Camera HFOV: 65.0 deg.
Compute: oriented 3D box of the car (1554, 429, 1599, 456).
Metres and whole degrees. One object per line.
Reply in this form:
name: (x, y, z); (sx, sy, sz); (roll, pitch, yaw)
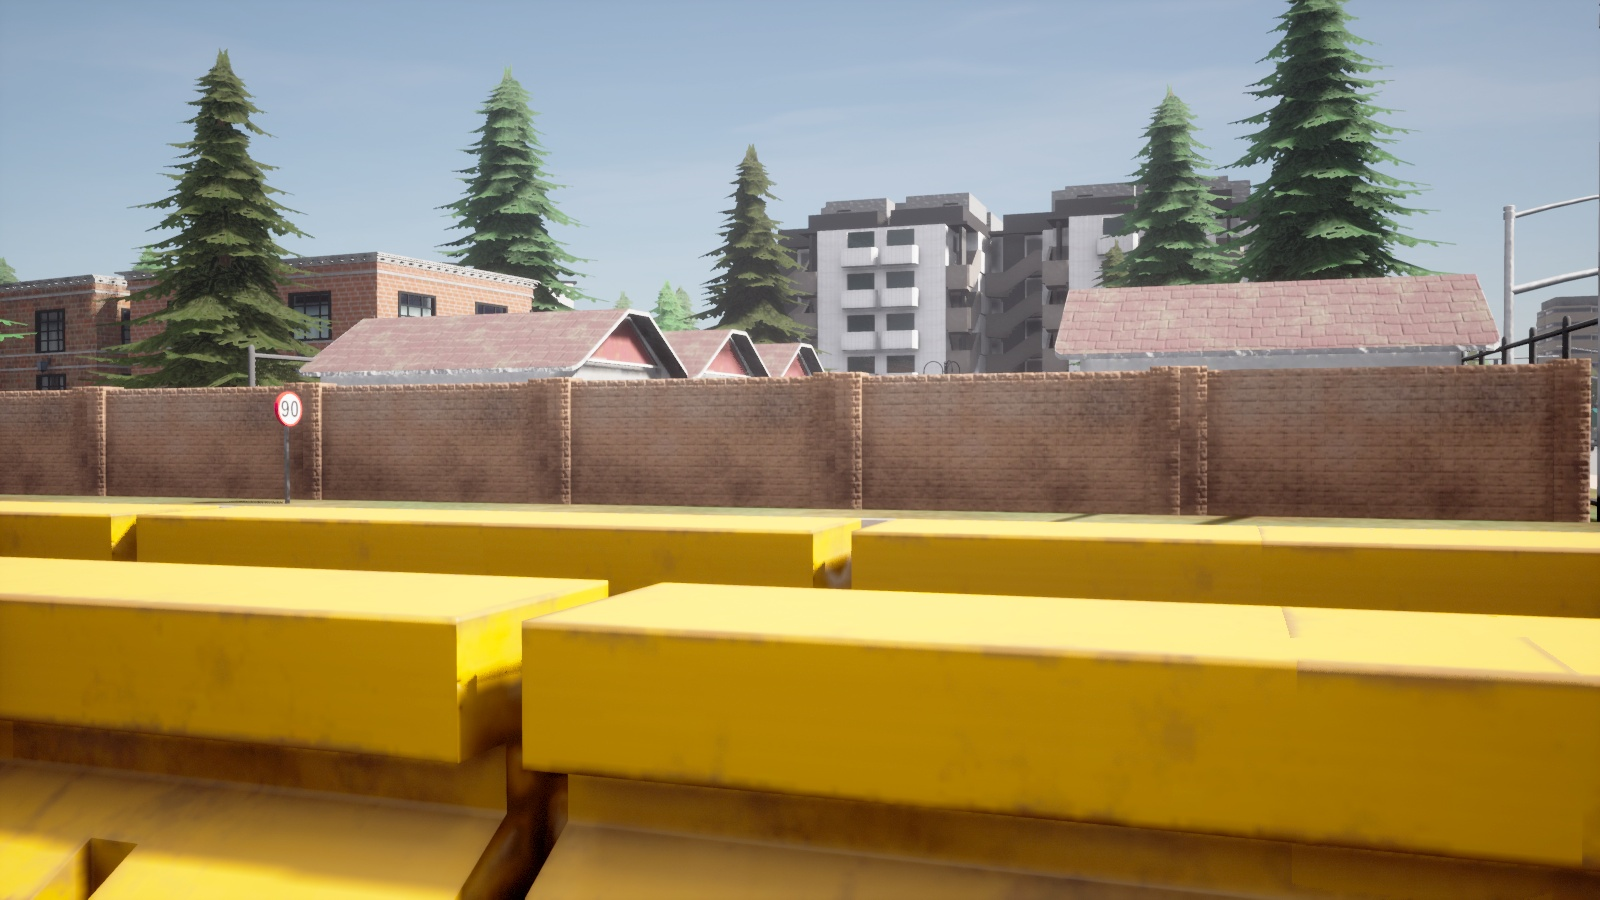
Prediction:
car: (50.152, -0.497, 80.589); (2.152, 1.651, 5.027); (1, 1, 20)
